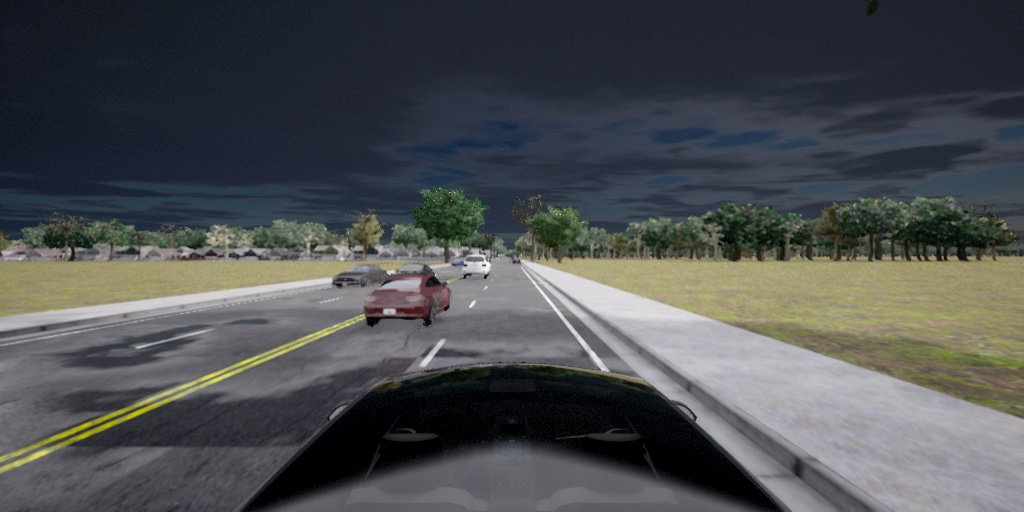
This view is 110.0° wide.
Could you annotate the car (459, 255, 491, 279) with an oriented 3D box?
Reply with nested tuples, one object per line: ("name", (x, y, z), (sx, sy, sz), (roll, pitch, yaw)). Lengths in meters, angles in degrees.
("car", (-3.140, 0.943, 32.759), (2.150, 2.045, 5.566), (0, 0, 0))

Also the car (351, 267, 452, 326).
("car", (-3.153, 1.264, 11.541), (1.812, 1.442, 4.674), (0, 0, 0))

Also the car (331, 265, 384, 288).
("car", (-9.845, 1.276, 23.761), (2.033, 1.411, 5.357), (0, 0, 0))

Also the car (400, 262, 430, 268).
("car", (-6.592, 1.206, 24.200), (1.882, 1.535, 5.008), (0, 0, 0))

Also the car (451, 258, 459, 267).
("car", (-9.754, 1.209, 64.435), (1.882, 1.535, 5.008), (0, 0, 1))
